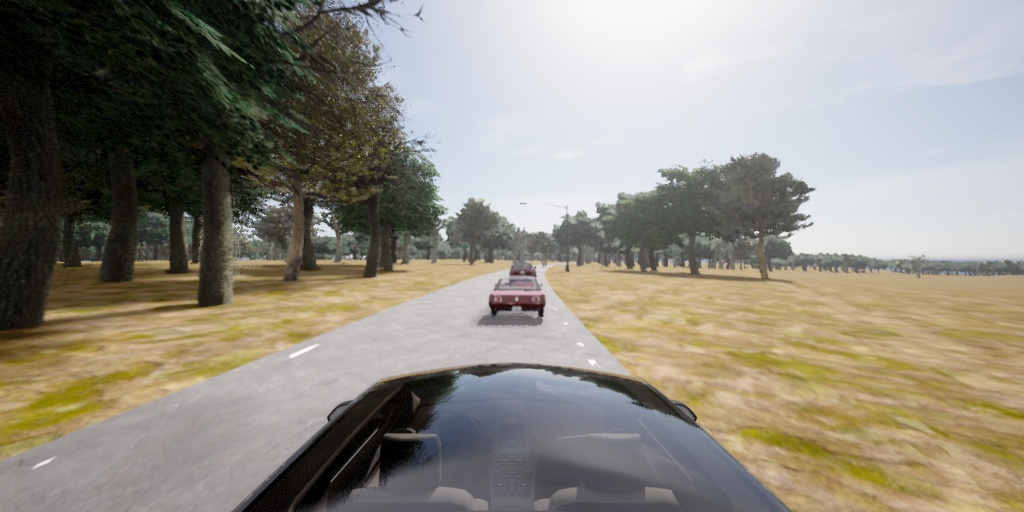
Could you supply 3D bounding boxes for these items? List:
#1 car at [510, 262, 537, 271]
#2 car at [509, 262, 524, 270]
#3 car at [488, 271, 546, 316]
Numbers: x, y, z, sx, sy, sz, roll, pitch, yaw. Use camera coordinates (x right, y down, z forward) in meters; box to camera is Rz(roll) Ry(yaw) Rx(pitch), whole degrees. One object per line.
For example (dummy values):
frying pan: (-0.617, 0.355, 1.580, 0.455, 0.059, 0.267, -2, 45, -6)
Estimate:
car: (0.940, 1.237, 29.136, 2.097, 1.767, 4.553, 0, 0, 4)
car: (0.809, 1.674, 61.416, 1.994, 1.385, 4.181, 0, 0, 8)
car: (0.247, 1.413, 13.667, 1.895, 1.301, 4.718, 0, 0, 2)
